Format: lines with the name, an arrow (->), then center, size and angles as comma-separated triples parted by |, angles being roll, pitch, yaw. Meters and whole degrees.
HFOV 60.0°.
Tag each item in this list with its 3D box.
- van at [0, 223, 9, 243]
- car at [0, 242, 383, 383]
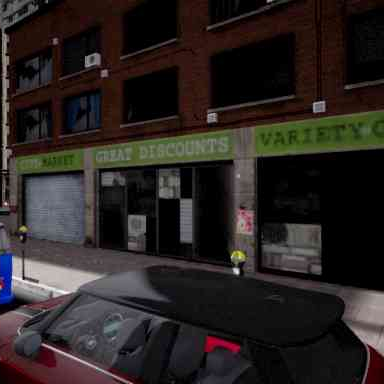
van -> -5.084, 1.343, 6.357 | 3.998, 1.788, 1.690 | 0, 0, 36
car -> -0.453, 1.440, 3.050 | 4.097, 1.590, 1.967 | 0, 0, 36
